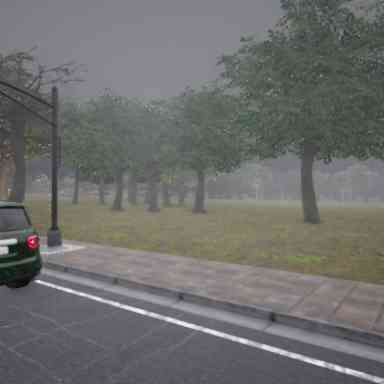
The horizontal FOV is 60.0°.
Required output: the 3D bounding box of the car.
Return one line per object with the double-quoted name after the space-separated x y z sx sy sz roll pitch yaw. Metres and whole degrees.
-5.817 1.206 7.828 5.566 2.045 2.150 0 0 35 "car"
